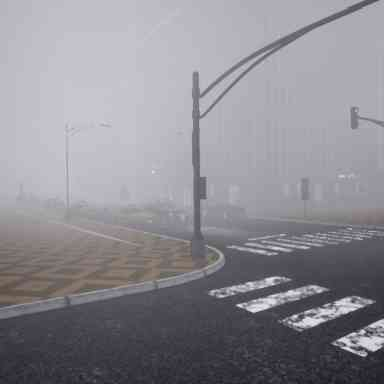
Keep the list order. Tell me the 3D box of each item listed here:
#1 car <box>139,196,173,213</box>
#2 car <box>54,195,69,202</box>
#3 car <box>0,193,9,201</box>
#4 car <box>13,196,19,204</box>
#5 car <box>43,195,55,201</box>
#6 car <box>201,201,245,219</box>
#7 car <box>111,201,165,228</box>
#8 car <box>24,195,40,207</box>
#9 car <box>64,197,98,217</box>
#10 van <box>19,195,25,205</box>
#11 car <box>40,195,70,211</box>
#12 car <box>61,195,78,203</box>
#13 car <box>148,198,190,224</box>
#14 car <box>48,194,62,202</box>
[{"bbox_3d":[-4.040,1.328,36.691,1.967,1.590,4.097,-1,1,-36],"label":"car"},{"bbox_3d":[-26.754,1.407,68.268,1.802,1.307,4.206,-1,1,-36],"label":"car"},{"bbox_3d":[-46.110,1.449,81.740,1.887,1.381,4.507,-1,1,-36],"label":"car"},{"bbox_3d":[-33.157,1.493,63.676,2.008,1.369,4.403,-1,1,-36],"label":"car"},{"bbox_3d":[-33.330,1.331,77.438,1.752,1.417,4.829,-1,1,-36],"label":"car"},{"bbox_3d":[2.496,1.455,27.700,2.008,1.369,4.403,-1,1,-36],"label":"car"},{"bbox_3d":[-4.019,1.551,22.819,1.752,1.417,4.829,-1,1,-36],"label":"car"},{"bbox_3d":[-23.443,1.411,50.128,1.967,1.590,4.097,-1,1,-36],"label":"car"},{"bbox_3d":[-10.439,1.533,31.893,1.752,1.417,4.829,-1,1,-36],"label":"car"},{"bbox_3d":[-26.683,1.302,54.643,1.690,1.788,3.998,-1,1,-36],"label":"van"},{"bbox_3d":[-16.967,1.429,41.096,1.967,1.590,4.097,-1,1,-36],"label":"car"},{"bbox_3d":[-23.516,1.385,63.752,2.008,1.369,4.403,-1,1,-36],"label":"car"},{"bbox_3d":[-2.044,1.482,24.686,2.128,1.511,4.902,-1,1,-36],"label":"car"},{"bbox_3d":[-29.993,1.255,72.783,1.967,1.590,4.097,-1,1,-36],"label":"car"}]
